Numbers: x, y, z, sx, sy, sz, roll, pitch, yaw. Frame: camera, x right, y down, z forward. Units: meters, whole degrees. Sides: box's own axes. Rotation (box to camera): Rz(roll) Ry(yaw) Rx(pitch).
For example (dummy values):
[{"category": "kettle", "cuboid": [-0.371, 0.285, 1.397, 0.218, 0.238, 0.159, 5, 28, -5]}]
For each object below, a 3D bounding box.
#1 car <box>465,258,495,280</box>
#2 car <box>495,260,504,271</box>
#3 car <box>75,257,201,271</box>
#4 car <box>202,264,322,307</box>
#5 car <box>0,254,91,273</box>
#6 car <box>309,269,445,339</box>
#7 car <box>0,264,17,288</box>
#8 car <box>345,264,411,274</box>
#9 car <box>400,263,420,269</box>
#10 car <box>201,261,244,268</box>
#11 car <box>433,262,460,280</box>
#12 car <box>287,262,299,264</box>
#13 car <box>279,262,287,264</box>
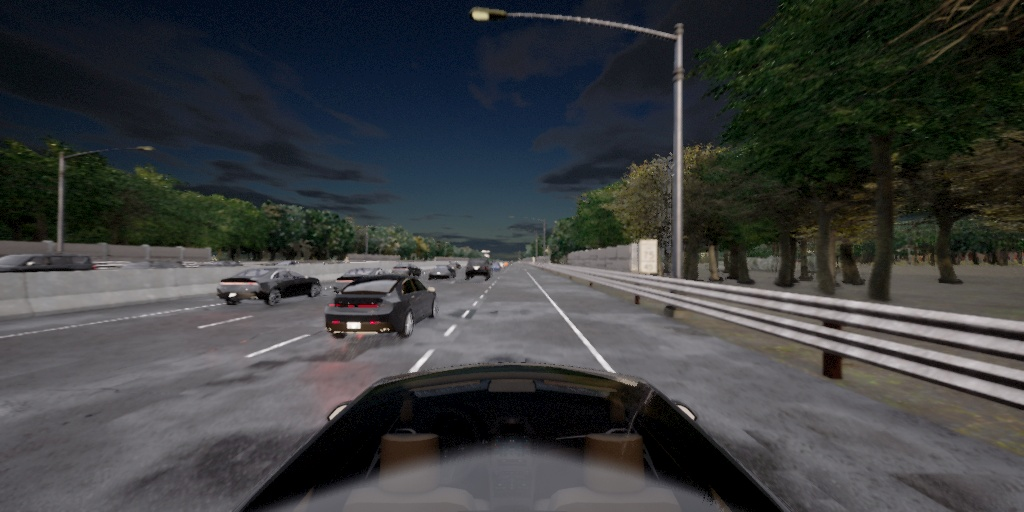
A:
[{"category": "car", "cuboid": [-3.144, 1.233, 34.632, 2.150, 2.045, 5.566, 1, -1, 1]}, {"category": "car", "cuboid": [-2.830, 1.842, 60.634, 2.033, 1.411, 5.357, 1, -1, 1]}, {"category": "car", "cuboid": [-20.907, 1.072, 20.426, 2.097, 1.767, 4.553, 1, -1, 1]}, {"category": "car", "cuboid": [-10.375, 1.269, 15.780, 2.128, 1.511, 4.902, 1, -1, 1]}, {"category": "car", "cuboid": [-27.903, 0.879, 20.824, 2.150, 2.045, 5.566, 1, 0, 1]}, {"category": "car", "cuboid": [-3.441, 1.300, 10.296, 1.837, 1.490, 4.892, 1, -1, 1]}, {"category": "car", "cuboid": [-31.412, 1.182, 19.928, 1.994, 1.385, 4.181, 1, -1, 1]}, {"category": "car", "cuboid": [-6.853, 1.317, 17.536, 2.128, 1.511, 4.902, 1, -1, 1]}, {"category": "car", "cuboid": [-10.146, 1.438, 34.668, 2.128, 1.511, 4.902, 1, -1, 1]}, {"category": "car", "cuboid": [-31.156, 1.280, 38.588, 2.128, 1.511, 4.902, 1, -1, 1]}, {"category": "car", "cuboid": [-6.647, 1.543, 34.609, 1.994, 1.385, 4.181, 1, -1, 1]}, {"category": "car", "cuboid": [-20.692, 1.473, 37.220, 1.895, 1.301, 4.718, 1, -1, 1]}, {"category": "car", "cuboid": [-27.560, 1.400, 43.929, 1.812, 1.442, 4.674, 1, -1, 1]}]
